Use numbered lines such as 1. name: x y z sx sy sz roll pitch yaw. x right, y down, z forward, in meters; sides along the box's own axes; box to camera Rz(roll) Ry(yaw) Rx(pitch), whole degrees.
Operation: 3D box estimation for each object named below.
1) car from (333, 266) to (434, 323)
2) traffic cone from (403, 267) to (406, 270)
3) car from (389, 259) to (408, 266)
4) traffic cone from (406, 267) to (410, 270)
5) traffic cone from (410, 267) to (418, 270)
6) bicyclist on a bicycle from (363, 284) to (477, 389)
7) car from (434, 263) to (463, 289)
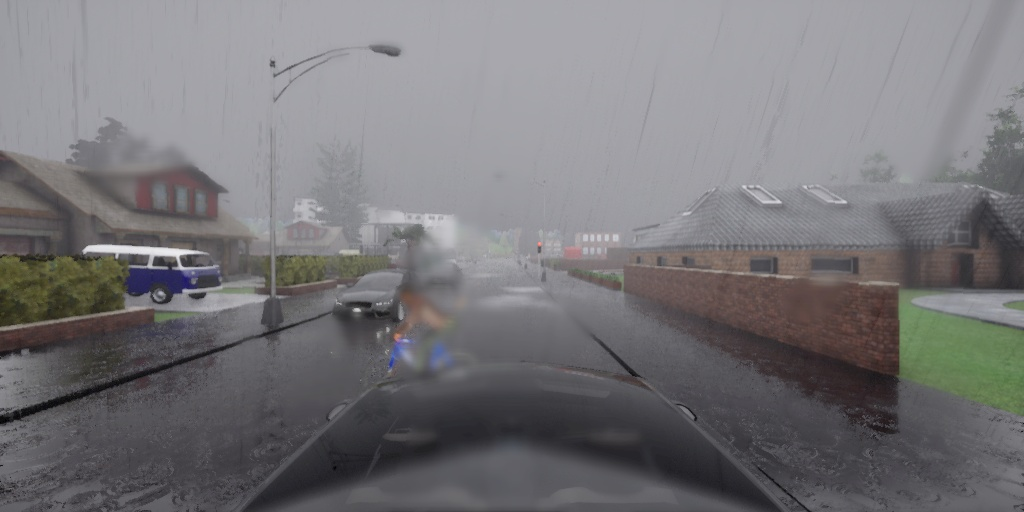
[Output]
1. car: -4.191 1.238 12.159 1.837 1.490 4.892 0 0 0
2. traffic cone: -16.309 1.477 53.252 0.344 0.586 0.344 0 0 -1
3. car: -14.379 1.162 42.140 5.008 1.535 1.882 0 0 0
4. traffic cone: -15.954 1.473 53.825 0.344 0.586 0.344 0 0 -1
5. traffic cone: -14.966 1.495 54.876 0.344 0.586 0.344 0 0 -1
6. bicyclist on a bicycle: -1.230 1.195 4.878 1.656 1.620 0.582 -2 0 -1
7. car: -4.226 1.221 22.846 1.837 1.490 4.892 0 0 -1
